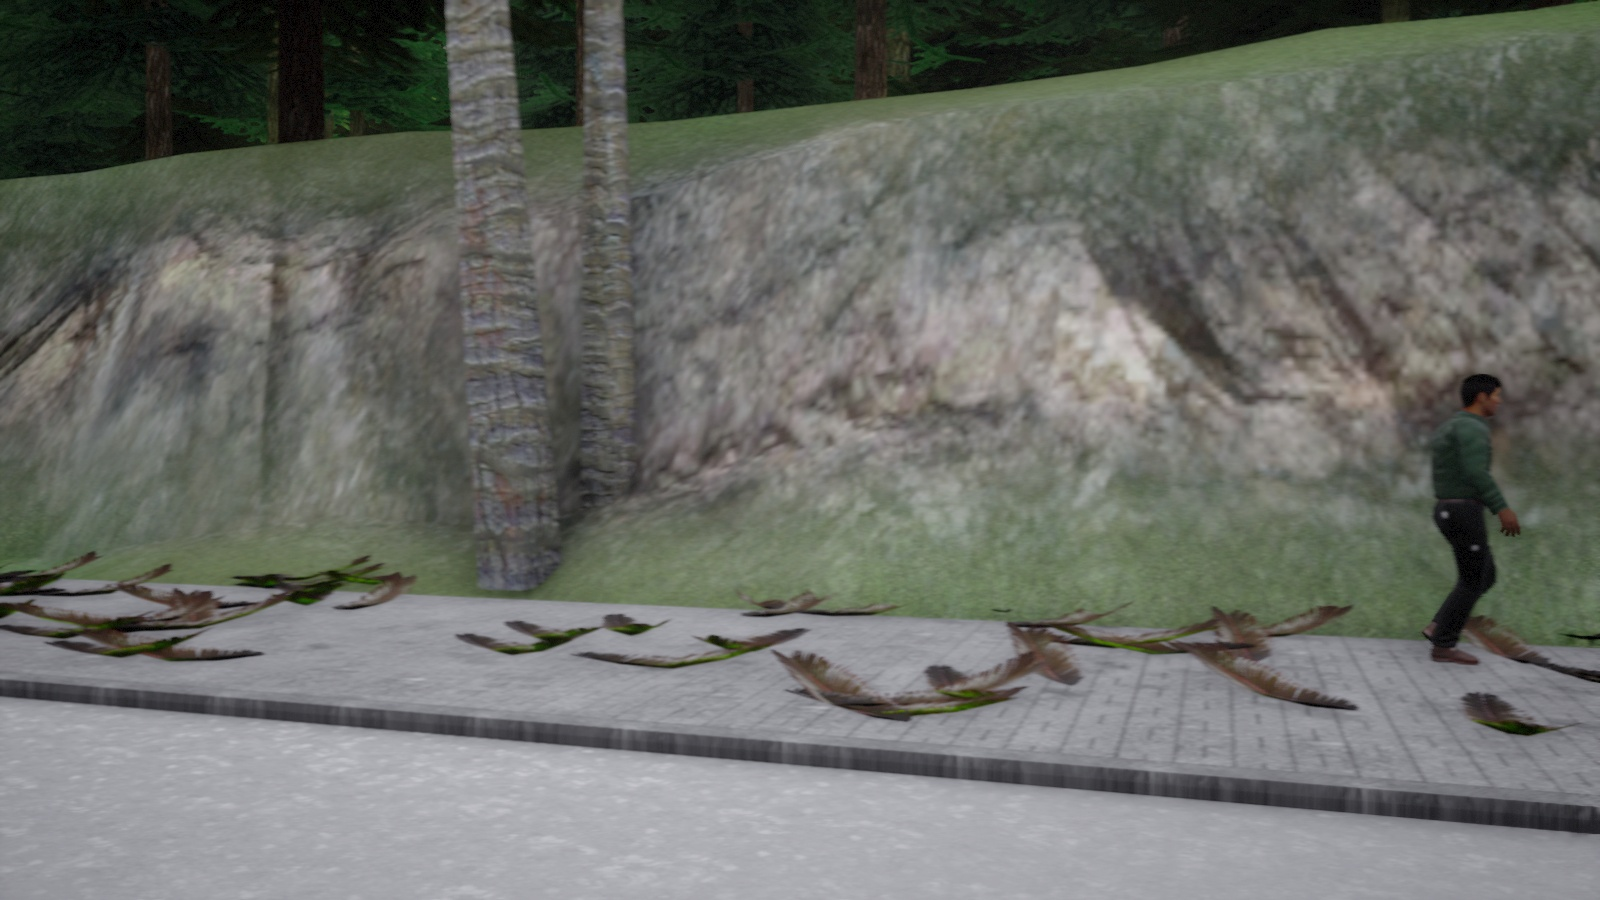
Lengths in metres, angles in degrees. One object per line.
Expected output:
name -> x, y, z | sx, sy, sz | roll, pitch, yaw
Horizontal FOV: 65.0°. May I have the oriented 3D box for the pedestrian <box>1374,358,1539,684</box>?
pedestrian -> 4.046, 0.418, 7.776 | 0.788, 1.949, 0.423 | 0, 1, 10
